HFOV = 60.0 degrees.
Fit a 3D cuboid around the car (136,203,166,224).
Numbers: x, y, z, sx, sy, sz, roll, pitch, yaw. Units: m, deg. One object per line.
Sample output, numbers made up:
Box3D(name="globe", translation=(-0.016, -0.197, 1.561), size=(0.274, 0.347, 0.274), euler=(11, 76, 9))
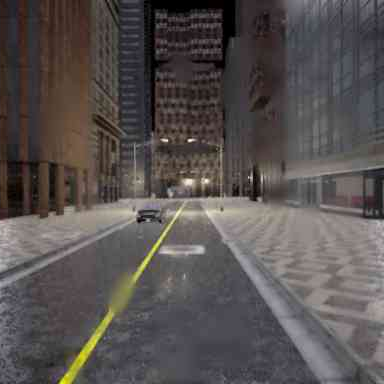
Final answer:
Box3D(name="car", translation=(-2.973, 1.547, 25.202), size=(2.033, 1.411, 5.357), euler=(0, 0, 0))
